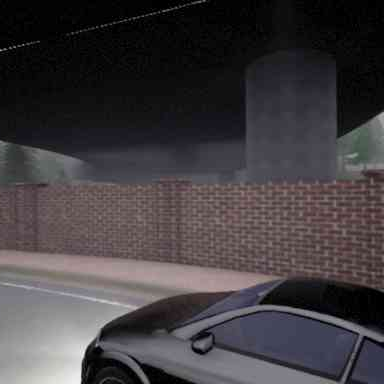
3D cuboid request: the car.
[{"bbox_3d":[0.903,1.553,3.093,4.181,1.385,1.994,-1,0,33],"label":"car"}]
